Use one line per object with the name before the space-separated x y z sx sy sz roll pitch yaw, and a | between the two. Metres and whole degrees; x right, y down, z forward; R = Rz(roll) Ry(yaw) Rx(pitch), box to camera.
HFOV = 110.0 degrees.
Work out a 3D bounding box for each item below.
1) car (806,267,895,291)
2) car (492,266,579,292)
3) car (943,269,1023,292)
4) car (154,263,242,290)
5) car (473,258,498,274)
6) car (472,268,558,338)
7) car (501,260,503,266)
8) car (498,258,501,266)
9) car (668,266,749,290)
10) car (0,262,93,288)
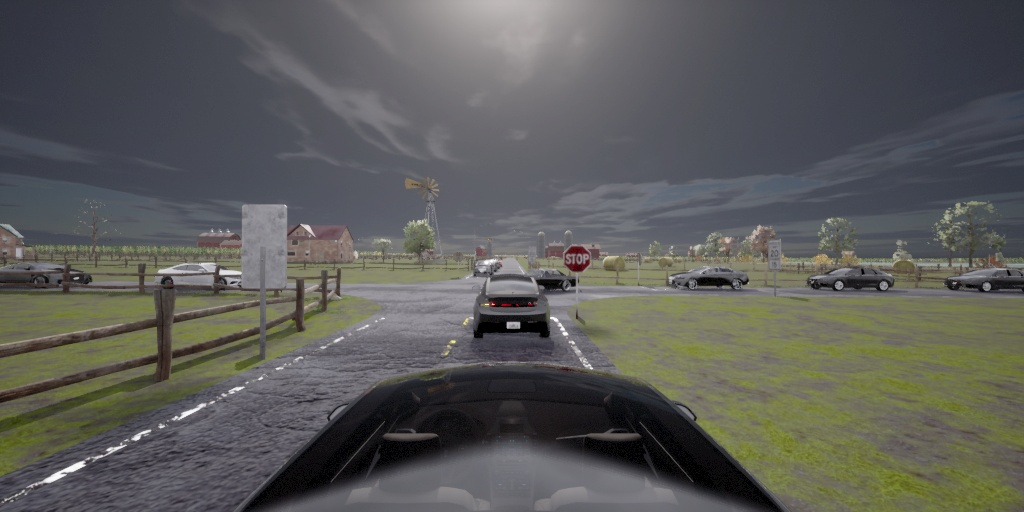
car | 22.199 1.499 23.639 4.892 1.490 1.837 1 -1 -1
car | 1.499 1.369 20.239 4.718 1.301 1.895 1 0 -35
car | 31.702 1.587 23.760 4.892 1.490 1.837 1 -1 -1
car | -17.244 1.103 20.149 4.674 1.442 1.812 1 -1 -1
car | -2.860 1.243 36.879 2.128 1.511 4.902 0 0 0
car | -0.074 1.256 10.193 1.837 1.490 4.892 0 0 -3
car | -2.823 1.240 55.867 2.128 1.511 4.902 0 0 0
car | -2.853 1.241 46.325 2.128 1.511 4.902 0 0 0
car | 12.797 1.397 23.468 4.902 1.511 2.128 1 -1 -2
car | -26.364 1.048 20.027 4.181 1.385 1.994 1 -1 -1
